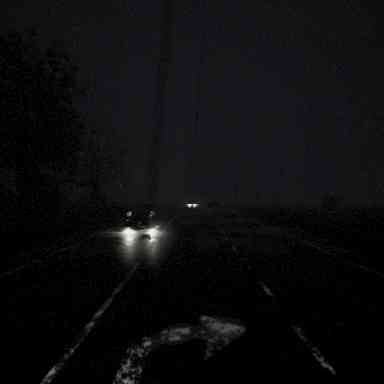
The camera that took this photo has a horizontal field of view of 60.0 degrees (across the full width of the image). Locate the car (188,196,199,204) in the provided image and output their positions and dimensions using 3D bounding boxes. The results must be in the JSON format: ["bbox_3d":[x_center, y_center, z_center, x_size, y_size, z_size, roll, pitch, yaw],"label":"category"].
[{"bbox_3d":[0.005,2.022,74.730,2.128,1.511,4.902,0,0,0],"label":"car"}]

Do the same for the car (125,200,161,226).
[{"bbox_3d":[-3.500,1.518,24.614,2.097,1.767,4.553,0,0,1],"label":"car"}]

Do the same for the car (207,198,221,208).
[{"bbox_3d":[3.504,1.707,54.138,2.097,1.767,4.553,0,0,0],"label":"car"}]
